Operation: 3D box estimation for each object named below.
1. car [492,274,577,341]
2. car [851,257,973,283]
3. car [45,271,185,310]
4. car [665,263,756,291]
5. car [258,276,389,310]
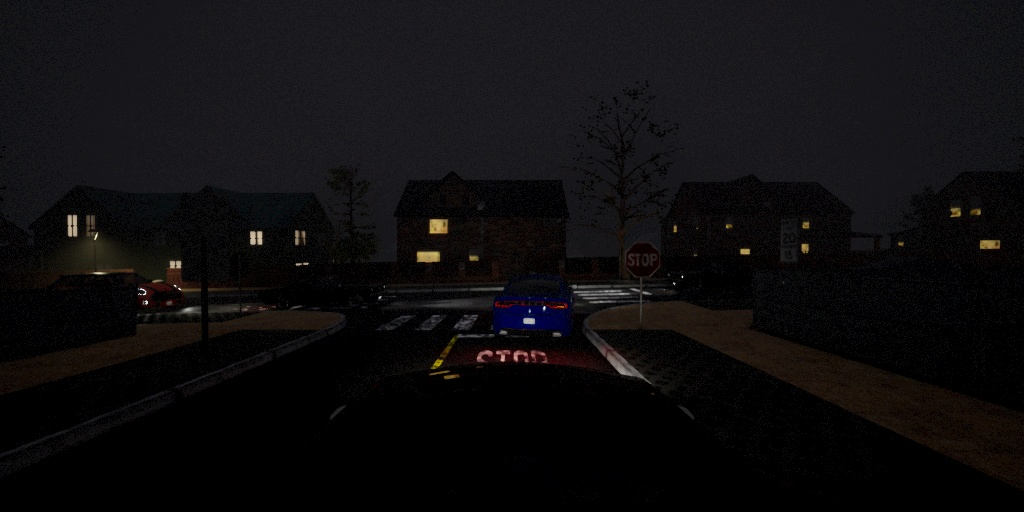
[{"bbox_3d":[0.780,1.226,10.029,1.882,1.535,5.008,0,0,10],"label":"car"},{"bbox_3d":[20.044,0.753,18.214,5.357,1.411,2.033,-1,1,0],"label":"car"},{"bbox_3d":[-16.809,1.471,15.217,4.553,1.767,2.097,-1,1,0],"label":"car"},{"bbox_3d":[10.399,1.034,18.171,4.718,1.301,1.895,-1,1,-1],"label":"car"},{"bbox_3d":[-7.821,1.506,15.231,4.718,1.301,1.895,-1,1,0],"label":"car"}]
